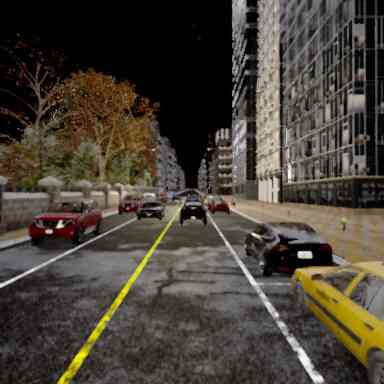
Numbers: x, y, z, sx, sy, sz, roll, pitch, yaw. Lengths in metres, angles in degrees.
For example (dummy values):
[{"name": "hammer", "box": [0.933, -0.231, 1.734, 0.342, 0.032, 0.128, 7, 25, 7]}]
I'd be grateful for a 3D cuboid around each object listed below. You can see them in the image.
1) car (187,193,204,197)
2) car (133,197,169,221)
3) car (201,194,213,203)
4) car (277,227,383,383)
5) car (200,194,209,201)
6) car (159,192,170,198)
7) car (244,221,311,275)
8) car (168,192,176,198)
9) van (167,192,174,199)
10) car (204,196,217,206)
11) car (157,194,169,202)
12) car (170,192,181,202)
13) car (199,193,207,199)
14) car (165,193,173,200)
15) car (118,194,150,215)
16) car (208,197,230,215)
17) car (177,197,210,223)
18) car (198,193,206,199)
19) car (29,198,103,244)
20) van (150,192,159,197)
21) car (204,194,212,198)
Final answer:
[{"name": "car", "box": [0.089, 1.146, 42.203, 2.097, 1.767, 4.553, 0, 0, 0]}, {"name": "car", "box": [-3.106, 1.385, 25.957, 1.837, 1.490, 4.892, 0, 0, 0]}, {"name": "car", "box": [2.685, 1.131, 60.090, 1.967, 1.590, 4.097, 1, 0, 0]}, {"name": "car", "box": [2.696, 1.506, 4.506, 1.752, 1.417, 4.829, 1, 0, 0]}, {"name": "car", "box": [2.681, 1.165, 71.325, 1.887, 1.381, 4.507, 1, 0, 0]}, {"name": "car", "box": [-5.694, 1.006, 60.128, 2.192, 1.841, 5.009, 1, 0, 0]}, {"name": "car", "box": [2.694, 1.522, 10.016, 1.947, 1.339, 4.313, 1, 0, 0]}, {"name": "car", "box": [-5.703, 0.910, 93.811, 1.967, 1.590, 4.097, 1, 0, 0]}, {"name": "van", "box": [-5.701, 0.850, 88.197, 1.690, 1.788, 3.998, 1, 0, 0]}, {"name": "car", "box": [2.686, 1.280, 49.025, 1.752, 1.417, 4.829, 1, 0, 0]}, {"name": "car", "box": [-5.698, 1.201, 65.743, 1.887, 1.381, 4.507, 1, 0, 0]}, {"name": "car", "box": [-3.026, 1.204, 65.519, 2.033, 1.411, 5.357, 0, 0, 0]}, {"name": "car", "box": [2.679, 1.091, 82.561, 1.887, 1.381, 4.507, 1, 0, 0]}, {"name": "car", "box": [-5.702, 1.073, 82.415, 1.752, 1.417, 4.829, 1, 0, 0]}, {"name": "car", "box": [-5.688, 1.163, 32.059, 2.192, 1.841, 5.009, 1, 0, 0]}, {"name": "car", "box": [2.690, 1.430, 32.003, 1.802, 1.307, 4.206, 1, 0, 0]}, {"name": "car", "box": [0.094, 1.395, 24.123, 1.837, 1.490, 4.892, 0, 1, 0]}, {"name": "car", "box": [2.677, 1.053, 88.177, 1.887, 1.381, 4.507, 1, 0, 0]}, {"name": "car", "box": [-5.684, 1.245, 15.741, 2.192, 1.841, 5.009, 1, 0, 0]}, {"name": "van", "box": [-5.691, 1.128, 43.286, 1.690, 1.788, 3.998, 1, 0, 0]}, {"name": "car", "box": [2.690, 1.257, 37.620, 1.967, 1.590, 4.097, 1, 0, 0]}]
